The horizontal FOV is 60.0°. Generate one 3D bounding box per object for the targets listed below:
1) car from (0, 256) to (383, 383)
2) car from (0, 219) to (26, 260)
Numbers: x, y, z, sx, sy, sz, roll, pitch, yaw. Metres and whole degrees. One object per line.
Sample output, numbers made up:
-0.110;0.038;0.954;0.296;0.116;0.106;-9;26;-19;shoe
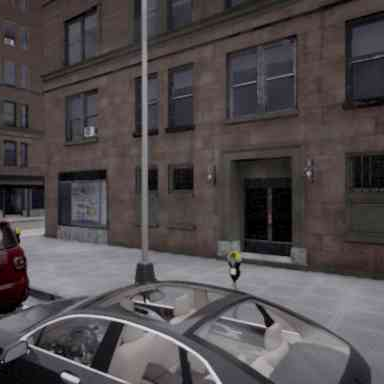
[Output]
-0.430;1.557;3.092;4.403;1.369;2.008;0;0;34;car
-5.123;1.342;6.297;5.009;1.841;2.192;0;0;34;car
